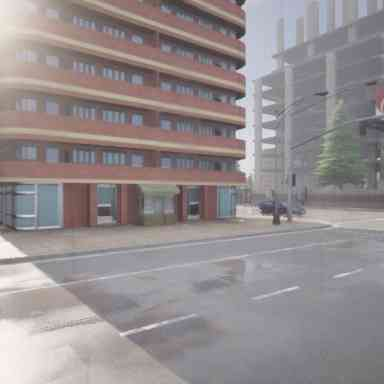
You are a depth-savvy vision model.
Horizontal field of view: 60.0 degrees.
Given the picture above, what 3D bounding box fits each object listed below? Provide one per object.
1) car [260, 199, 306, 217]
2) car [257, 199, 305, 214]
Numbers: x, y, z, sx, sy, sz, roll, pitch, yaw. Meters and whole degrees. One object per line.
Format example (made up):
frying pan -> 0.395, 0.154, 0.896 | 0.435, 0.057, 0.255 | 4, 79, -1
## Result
car -> 8.492, 1.524, 31.415 | 1.812, 1.442, 4.674 | 0, 0, -36
car -> 9.526, 1.503, 35.928 | 1.837, 1.490, 4.892 | 0, 0, -36
